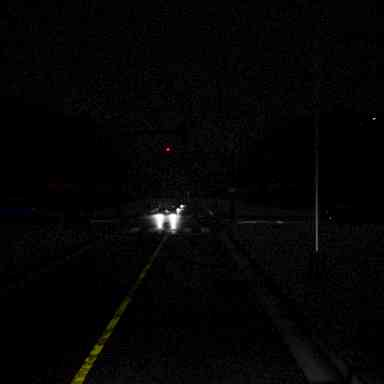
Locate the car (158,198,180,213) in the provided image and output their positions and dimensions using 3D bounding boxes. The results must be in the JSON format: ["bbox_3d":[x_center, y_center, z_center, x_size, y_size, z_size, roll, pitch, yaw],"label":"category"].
[{"bbox_3d":[-2.708,1.656,37.694,1.895,1.301,4.718,0,0,0],"label":"car"}]

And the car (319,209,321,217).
[{"bbox_3d":[12.359,1.543,26.913,4.403,1.369,2.008,0,0,0],"label":"car"}]

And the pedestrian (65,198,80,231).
[{"bbox_3d":[-6.441,1.156,17.914,0.375,1.860,0.375,0,0,0],"label":"pedestrian"}]

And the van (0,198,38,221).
[{"bbox_3d":[-14.644,1.401,26.884,3.998,1.788,1.690,0,0,0],"label":"van"}]

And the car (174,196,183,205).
[{"bbox_3d":[-2.672,1.602,48.037,1.812,1.442,4.674,0,0,0],"label":"car"}]

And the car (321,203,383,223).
[{"bbox_3d":[12.373,1.588,24.379,4.718,1.301,1.895,0,0,0],"label":"car"}]
